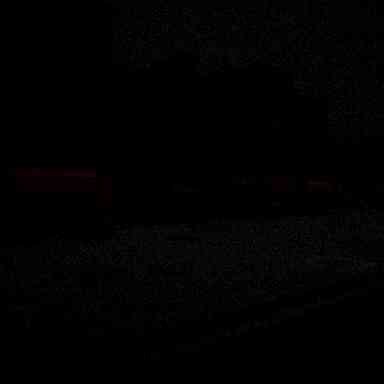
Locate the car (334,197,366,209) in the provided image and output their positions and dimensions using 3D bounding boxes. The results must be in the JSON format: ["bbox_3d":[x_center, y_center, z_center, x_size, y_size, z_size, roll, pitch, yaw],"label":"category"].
[{"bbox_3d":[22.205,1.471,46.976,1.967,1.590,4.097,0,0,-36],"label":"car"}]

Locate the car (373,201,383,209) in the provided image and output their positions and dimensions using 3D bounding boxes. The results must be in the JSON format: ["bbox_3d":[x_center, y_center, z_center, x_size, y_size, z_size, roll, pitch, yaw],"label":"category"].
[{"bbox_3d":[25.407,1.455,42.535,1.967,1.590,4.097,0,0,-36],"label":"car"}]
